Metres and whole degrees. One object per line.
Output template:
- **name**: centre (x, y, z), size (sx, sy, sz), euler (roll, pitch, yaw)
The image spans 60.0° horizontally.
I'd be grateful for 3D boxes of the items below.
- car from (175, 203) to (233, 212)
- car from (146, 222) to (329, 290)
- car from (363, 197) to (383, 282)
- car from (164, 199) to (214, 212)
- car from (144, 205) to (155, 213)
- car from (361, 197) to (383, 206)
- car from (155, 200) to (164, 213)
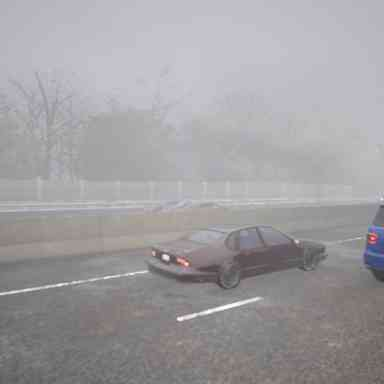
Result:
- **car**: centre (1.507, 1.600, 22.254), size (4.718, 1.301, 1.895), euler (0, 0, -35)
- **car**: centre (1.447, 1.546, 9.074), size (5.357, 1.411, 2.033), euler (0, 0, -35)
- **car**: centre (6.596, 1.219, 8.448), size (5.566, 2.045, 2.150), euler (0, 0, -35)
- **car**: centre (0.562, 1.504, 25.877), size (4.892, 1.490, 1.837), euler (0, 0, -35)
- **car**: centre (-2.335, 1.505, 32.406), size (4.892, 1.490, 1.837), euler (0, 0, -35)
- **car**: centre (30.925, 1.564, 56.000), size (5.357, 1.411, 2.033), euler (0, 0, -35)
- **car**: centre (-0.524, 1.525, 29.401), size (4.674, 1.442, 1.812), euler (0, 0, -35)
